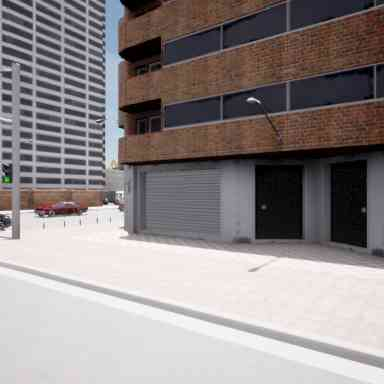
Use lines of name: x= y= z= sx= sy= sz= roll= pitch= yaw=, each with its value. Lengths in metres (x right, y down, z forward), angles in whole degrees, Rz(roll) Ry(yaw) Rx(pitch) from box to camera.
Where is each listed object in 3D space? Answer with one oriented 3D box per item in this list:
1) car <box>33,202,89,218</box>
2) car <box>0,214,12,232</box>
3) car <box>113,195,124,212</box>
car: x=-12.135 y=1.601 z=30.952 sx=1.895 sy=1.301 sz=4.718 roll=0 pitch=0 yaw=35
car: x=-12.408 y=1.505 z=18.042 sx=1.837 sy=1.490 sz=4.892 roll=0 pitch=0 yaw=35
car: x=-6.421 y=1.477 z=39.057 sx=1.882 sy=1.535 sz=5.008 roll=0 pitch=0 yaw=35
